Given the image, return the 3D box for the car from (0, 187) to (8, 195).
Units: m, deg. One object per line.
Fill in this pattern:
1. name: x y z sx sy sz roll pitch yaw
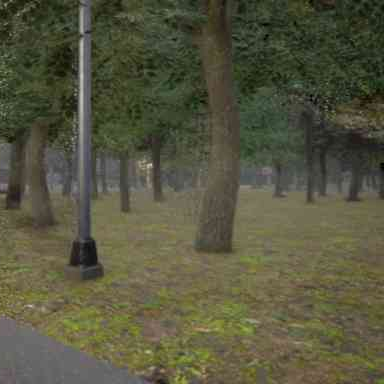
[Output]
1. car: -39.574 -0.214 68.949 2.097 1.767 4.553 -1 1 34
